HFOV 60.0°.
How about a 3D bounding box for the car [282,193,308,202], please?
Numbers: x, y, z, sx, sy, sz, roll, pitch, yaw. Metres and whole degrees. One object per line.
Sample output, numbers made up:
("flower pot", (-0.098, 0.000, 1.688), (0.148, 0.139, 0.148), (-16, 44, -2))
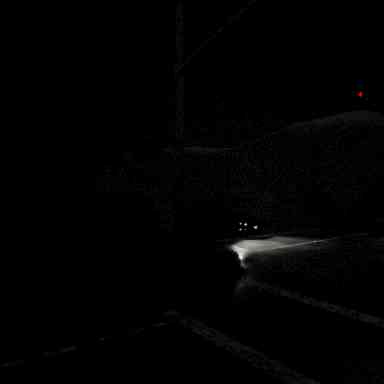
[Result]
("car", (20.608, 1.090, 66.623), (1.932, 1.855, 4.605), (0, 0, -36))

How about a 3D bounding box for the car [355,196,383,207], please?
("car", (26.288, 1.292, 47.888), (2.007, 1.523, 4.514), (0, 0, -36))

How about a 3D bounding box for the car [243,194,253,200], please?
("car", (8.131, 1.149, 57.084), (2.152, 1.636, 5.027), (0, 0, -36))

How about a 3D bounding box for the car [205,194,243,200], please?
("car", (4.287, 1.294, 45.202), (2.007, 1.523, 4.514), (0, 0, -36))

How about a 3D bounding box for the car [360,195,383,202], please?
("car", (37.680, 1.375, 69.648), (1.970, 1.475, 3.806), (0, 0, -36))

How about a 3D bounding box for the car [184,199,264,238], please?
("car", (1.401, 1.312, 16.645), (1.837, 1.490, 4.892), (0, 0, -36))

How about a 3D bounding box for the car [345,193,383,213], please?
("car", (17.730, 1.073, 32.860), (1.905, 1.878, 3.866), (0, 0, -36))

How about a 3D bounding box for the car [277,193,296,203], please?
("car", (18.496, 1.070, 64.585), (1.905, 1.878, 3.866), (0, 0, -36))

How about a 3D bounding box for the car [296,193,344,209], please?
("car", (15.780, 1.093, 41.161), (1.932, 1.855, 4.605), (0, 0, -36))
